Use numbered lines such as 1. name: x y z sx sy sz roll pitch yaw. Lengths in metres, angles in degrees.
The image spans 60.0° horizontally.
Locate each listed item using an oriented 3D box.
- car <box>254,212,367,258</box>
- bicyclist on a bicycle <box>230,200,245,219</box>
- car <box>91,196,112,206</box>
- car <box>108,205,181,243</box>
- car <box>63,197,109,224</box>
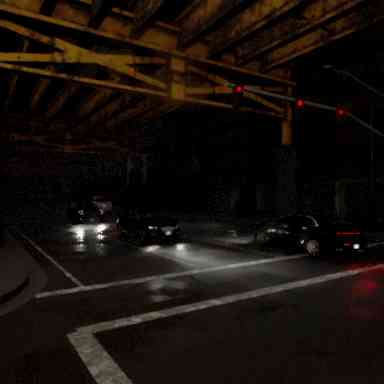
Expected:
1. car: 4.441 1.585 13.305 1.837 1.490 4.892 2 -2 -26
2. bicyclist on a bicycle: 3.848 1.483 27.809 1.656 1.620 0.582 0 0 -33
3. car: -10.561 1.501 36.739 2.150 2.045 5.566 0 0 -33
4. car: -2.365 1.617 17.168 2.128 1.511 4.902 0 0 -32
5. car: -8.740 1.562 27.106 2.097 1.767 4.553 0 0 -32
